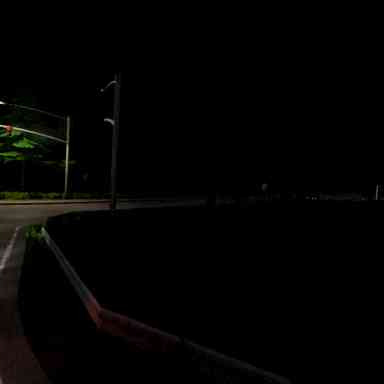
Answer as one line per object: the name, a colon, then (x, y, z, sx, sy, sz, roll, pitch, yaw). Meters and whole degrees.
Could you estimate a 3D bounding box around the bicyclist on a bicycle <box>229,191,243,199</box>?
bicyclist on a bicycle: (4.409, 0.696, 31.869, 1.656, 1.620, 0.582, 41, 22, 28)

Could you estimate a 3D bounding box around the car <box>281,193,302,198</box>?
car: (15.681, 0.709, 52.120, 2.128, 1.511, 4.902, 5, 3, 37)

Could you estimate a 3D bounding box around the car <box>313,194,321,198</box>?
car: (21.929, 0.696, 60.347, 1.837, 1.490, 4.892, 5, 3, 37)
